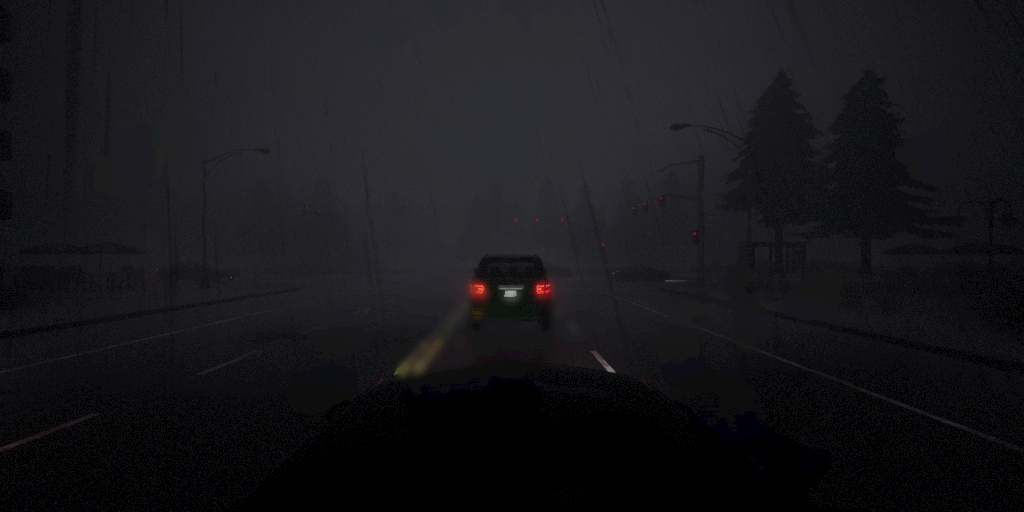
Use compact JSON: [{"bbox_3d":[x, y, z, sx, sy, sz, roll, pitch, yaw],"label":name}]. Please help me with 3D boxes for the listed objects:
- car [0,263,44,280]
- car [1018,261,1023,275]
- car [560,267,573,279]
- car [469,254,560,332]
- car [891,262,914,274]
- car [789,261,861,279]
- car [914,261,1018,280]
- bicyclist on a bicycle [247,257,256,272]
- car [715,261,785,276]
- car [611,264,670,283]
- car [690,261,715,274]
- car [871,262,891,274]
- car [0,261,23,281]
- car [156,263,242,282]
[{"bbox_3d":[-42.120,1.258,29.444,4.181,1.385,1.994,0,0,-15],"label":"car"},{"bbox_3d":[49.335,1.199,35.419,4.892,1.490,1.837,0,0,20],"label":"car"},{"bbox_3d":[2.757,1.195,30.833,5.008,1.535,1.882,0,0,-1],"label":"car"},{"bbox_3d":[-0.022,0.971,11.024,2.150,2.045,5.566,0,0,0],"label":"car"},{"bbox_3d":[39.727,1.295,37.662,4.718,1.301,1.895,0,0,7],"label":"car"},{"bbox_3d":[27.340,1.199,31.052,4.892,1.490,1.837,0,0,0],"label":"car"},{"bbox_3d":[34.620,1.172,27.460,5.008,1.535,1.882,0,0,2],"label":"car"},{"bbox_3d":[-30.106,0.995,41.533,0.582,1.620,1.656,0,0,-1],"label":"bicyclist on a bicycle"},{"bbox_3d":[22.940,1.186,34.681,4.902,1.511,2.128,0,0,0],"label":"car"},{"bbox_3d":[9.781,1.274,27.396,4.181,1.385,1.994,0,0,-1],"label":"car"},{"bbox_3d":[21.491,1.220,38.176,4.674,1.442,1.812,0,0,0],"label":"car"},{"bbox_3d":[32.691,1.242,34.680,5.357,1.411,2.033,0,0,1],"label":"car"},{"bbox_3d":[-40.042,0.916,26.492,5.566,2.045,2.150,0,0,-10],"label":"car"},{"bbox_3d":[-23.407,1.295,27.102,4.718,1.301,1.895,0,0,-1],"label":"car"}]
